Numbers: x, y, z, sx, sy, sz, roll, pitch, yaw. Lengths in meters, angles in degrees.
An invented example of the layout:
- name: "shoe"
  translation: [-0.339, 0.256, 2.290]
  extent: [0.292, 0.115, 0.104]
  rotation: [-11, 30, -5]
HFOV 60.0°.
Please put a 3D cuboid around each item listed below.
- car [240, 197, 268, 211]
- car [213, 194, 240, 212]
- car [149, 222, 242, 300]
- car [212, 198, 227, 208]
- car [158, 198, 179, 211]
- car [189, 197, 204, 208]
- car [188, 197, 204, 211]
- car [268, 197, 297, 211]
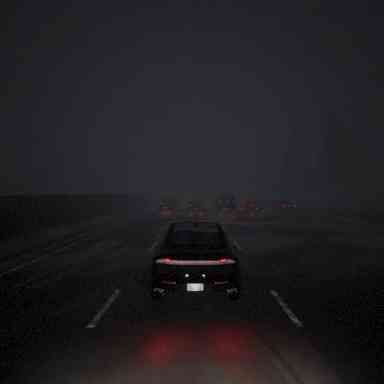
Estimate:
- name: "car"
  translation: [7.491, 1.601, 40.599]
  extent: [1.895, 1.301, 4.718]
  rotation: [0, 0, 1]
- name: "car"
  translation: [3.981, 1.221, 39.809]
  extent: [2.150, 2.045, 5.566]
  rotation: [0, 0, 1]
- name: "car"
  translation: [0.089, 1.492, 8.379]
  extent: [2.128, 1.511, 4.902]
  rotation: [0, 0, 1]
- name: "car"
  translation: [4.101, 1.601, 49.395]
  extent: [1.895, 1.301, 4.718]
  rotation: [0, 0, 1]
- name: "car"
  translation: [-3.008, 1.505, 40.700]
  extent: [1.837, 1.490, 4.892]
  rotation: [0, 0, 1]
- name: "car"
  translation: [0.601, 1.492, 49.409]
  extent: [2.128, 1.511, 4.902]
  rotation: [0, 0, 1]
- name: "car"
  translation: [0.487, 1.601, 40.269]
  extent: [1.895, 1.301, 4.718]
  rotation: [0, 0, 1]
- name: "car"
  translation: [10.980, 1.547, 39.692]
  extent: [2.033, 1.411, 5.357]
  rotation: [0, 0, 1]
